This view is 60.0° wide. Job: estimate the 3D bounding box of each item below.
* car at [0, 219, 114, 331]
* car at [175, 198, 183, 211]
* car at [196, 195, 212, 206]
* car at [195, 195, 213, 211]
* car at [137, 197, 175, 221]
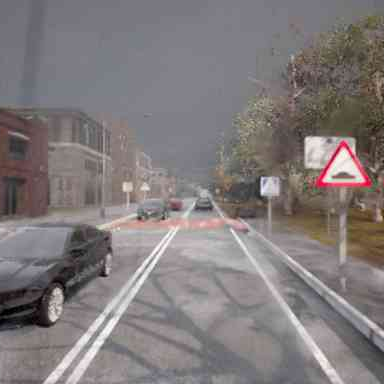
[{"bbox_3d":[-3.133,1.432,7.198,1.882,1.535,5.008,0,1,2],"label":"car"},{"bbox_3d":[-2.022,1.374,36.208,1.895,1.301,4.718,0,0,3],"label":"car"},{"bbox_3d":[1.753,1.218,48.182,2.128,1.511,4.902,0,0,3],"label":"car"},{"bbox_3d":[1.316,1.349,37.174,1.994,1.385,4.181,0,0,2],"label":"car"},{"bbox_3d":[-2.549,1.143,23.091,1.837,1.490,4.892,0,-1,2],"label":"car"}]
